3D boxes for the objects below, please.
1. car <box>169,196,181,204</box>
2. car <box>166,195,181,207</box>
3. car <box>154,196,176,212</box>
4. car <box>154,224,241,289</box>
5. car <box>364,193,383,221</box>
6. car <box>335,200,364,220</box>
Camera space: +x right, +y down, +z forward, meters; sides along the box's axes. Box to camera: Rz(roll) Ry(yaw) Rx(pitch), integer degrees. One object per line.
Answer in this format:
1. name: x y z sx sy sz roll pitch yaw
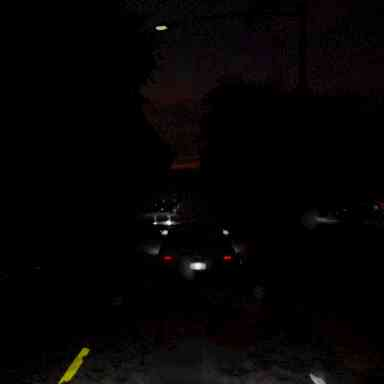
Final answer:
1. car: -3.043 1.335 59.923 1.895 1.301 4.718 0 0 0
2. car: -3.104 1.174 47.169 2.097 1.767 4.553 0 0 0
3. car: -3.103 1.471 36.990 1.895 1.301 4.718 1 0 0
4. car: 0.099 1.544 9.096 1.994 1.385 4.181 0 0 -1
5. car: 14.657 1.026 21.494 5.566 2.045 2.150 -1 1 4
6. car: 13.040 1.281 24.571 4.674 1.442 1.812 -1 1 2
